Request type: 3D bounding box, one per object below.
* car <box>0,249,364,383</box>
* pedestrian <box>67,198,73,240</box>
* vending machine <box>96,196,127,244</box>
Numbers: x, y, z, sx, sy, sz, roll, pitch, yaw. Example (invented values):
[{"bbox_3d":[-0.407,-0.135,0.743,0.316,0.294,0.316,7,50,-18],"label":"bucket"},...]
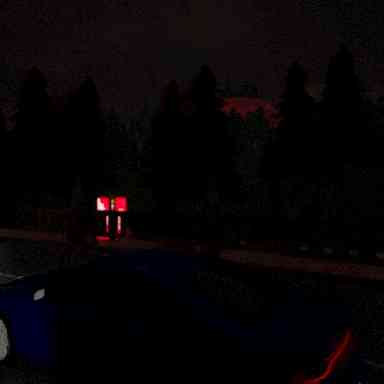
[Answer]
[{"bbox_3d":[-0.666,1.485,4.183,5.008,1.535,1.882,0,0,34],"label":"car"},{"bbox_3d":[-5.268,1.176,14.583,0.375,1.860,0.375,0,0,29],"label":"pedestrian"},{"bbox_3d":[-3.708,1.227,15.382,0.880,2.100,1.100,0,0,29],"label":"vending machine"}]
